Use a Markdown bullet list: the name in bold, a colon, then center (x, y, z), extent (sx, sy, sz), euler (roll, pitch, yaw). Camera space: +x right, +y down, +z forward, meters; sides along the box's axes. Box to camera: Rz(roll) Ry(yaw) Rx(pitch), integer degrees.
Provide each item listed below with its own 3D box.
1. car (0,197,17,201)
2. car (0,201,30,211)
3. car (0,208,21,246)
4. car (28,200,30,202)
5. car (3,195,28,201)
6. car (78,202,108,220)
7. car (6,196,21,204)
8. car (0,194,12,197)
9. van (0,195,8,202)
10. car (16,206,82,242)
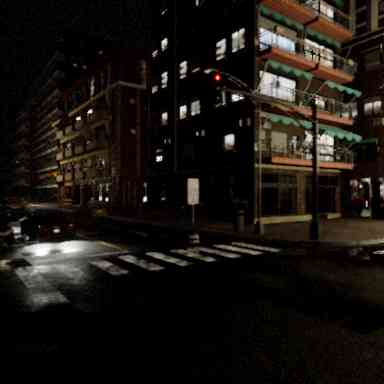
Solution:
- **car**: center (-19.264, 1.556, 33.444), extent (1.837, 1.490, 4.892), euler (0, 0, -35)
- **car**: center (-13.199, 1.633, 24.974), extent (1.895, 1.301, 4.718), euler (0, 0, -36)
- **car**: center (-8.964, 1.591, 14.634), extent (1.802, 1.307, 4.206), euler (0, 0, -36)
- **car**: center (-28.675, 1.641, 56.467), extent (1.752, 1.417, 4.829), euler (0, 0, -36)
- **car**: center (-24.941, 1.564, 46.823), extent (1.882, 1.535, 5.008), euler (0, 0, -36)
- **car**: center (-8.860, 1.575, 28.860), extent (1.752, 1.417, 4.829), euler (0, 0, -36)
- **car**: center (-35.180, 1.588, 65.531), extent (1.967, 1.590, 4.097), euler (0, 0, -36)
- **car**: center (-31.224, 1.331, 55.577), extent (2.150, 2.045, 5.566), euler (0, 0, -36)
- **van**: center (-45.087, 1.553, 79.334), extent (1.690, 1.788, 3.998), euler (0, 0, -36)
- **car**: center (-7.304, 1.581, 16.755), extent (1.994, 1.385, 4.181), euler (0, 0, -36)
